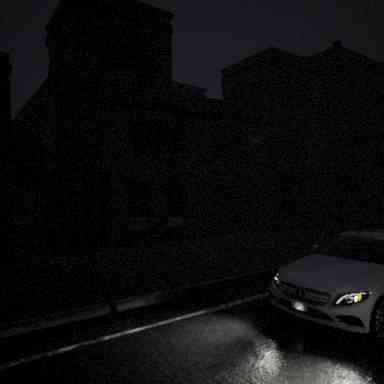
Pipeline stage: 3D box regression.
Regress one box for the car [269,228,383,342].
[{"bbox_3d":[3.554,1.484,6.515,4.674,1.442,1.812,0,0,-36],"label":"car"}]
